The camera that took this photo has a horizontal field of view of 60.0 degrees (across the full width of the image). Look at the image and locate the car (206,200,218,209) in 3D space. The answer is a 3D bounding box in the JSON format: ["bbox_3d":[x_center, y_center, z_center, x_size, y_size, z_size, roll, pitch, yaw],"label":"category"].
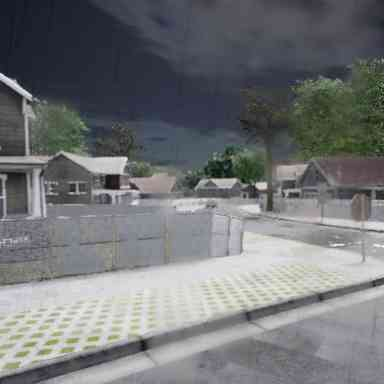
[{"bbox_3d":[3.430,2.129,56.353,1.837,1.490,4.892,-1,-1,9],"label":"car"}]
